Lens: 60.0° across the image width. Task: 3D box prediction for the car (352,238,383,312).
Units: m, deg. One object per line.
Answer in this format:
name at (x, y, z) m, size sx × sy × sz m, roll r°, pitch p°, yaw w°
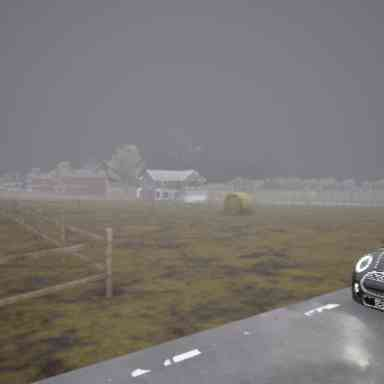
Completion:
car at (5.296, 1.381, 6.849) m, size 4.553 × 1.767 × 2.097 m, roll 0°, pitch 0°, yaw -35°
